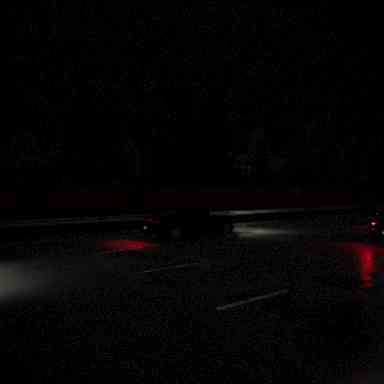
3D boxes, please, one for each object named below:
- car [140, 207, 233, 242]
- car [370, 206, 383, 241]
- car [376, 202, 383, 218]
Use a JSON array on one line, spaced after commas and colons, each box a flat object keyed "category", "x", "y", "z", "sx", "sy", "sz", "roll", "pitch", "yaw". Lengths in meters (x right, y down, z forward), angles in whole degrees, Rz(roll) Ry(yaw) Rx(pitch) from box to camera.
[{"category": "car", "x": -0.146, "y": 1.477, "z": 16.601, "sx": 5.008, "sy": 1.535, "sz": 1.882, "roll": 0, "pitch": 0, "yaw": -36}, {"category": "car", "x": 9.968, "y": 1.526, "z": 15.287, "sx": 4.674, "sy": 1.442, "sz": 1.812, "roll": 0, "pitch": 0, "yaw": -36}, {"category": "car", "x": 18.997, "y": 1.601, "z": 30.487, "sx": 4.718, "sy": 1.301, "sz": 1.895, "roll": 0, "pitch": 0, "yaw": -36}]
